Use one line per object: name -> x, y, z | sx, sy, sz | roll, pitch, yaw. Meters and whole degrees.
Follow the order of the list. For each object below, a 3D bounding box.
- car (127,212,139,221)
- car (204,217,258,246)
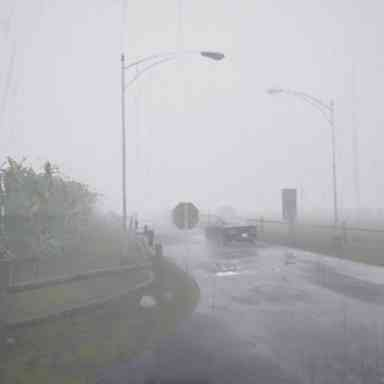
car -> -9.021, 3.650, 49.792 | 1.895, 1.301, 4.718 | 0, -2, -16
car -> 2.140, 2.205, 19.612 | 1.882, 1.535, 5.008 | -1, -2, -14
